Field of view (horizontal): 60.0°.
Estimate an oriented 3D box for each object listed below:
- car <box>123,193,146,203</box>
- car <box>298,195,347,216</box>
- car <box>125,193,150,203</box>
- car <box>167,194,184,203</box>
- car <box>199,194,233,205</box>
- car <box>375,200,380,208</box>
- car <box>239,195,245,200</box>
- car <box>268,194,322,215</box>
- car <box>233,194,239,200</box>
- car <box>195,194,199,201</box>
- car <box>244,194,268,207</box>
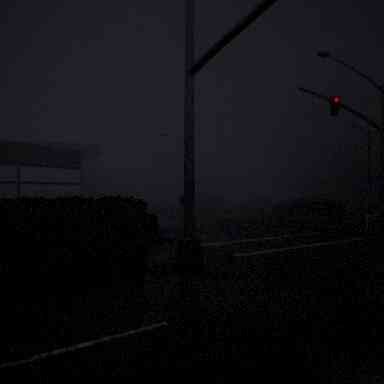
[{"bbox_3d":[-10.972,1.077,63.575,3.866,1.878,1.905,0,0,-35],"label":"car"},{"bbox_3d":[12.008,1.340,29.956,4.514,1.523,2.007,0,0,-35],"label":"car"},{"bbox_3d":[-9.562,1.361,60.502,3.806,1.475,1.970,0,0,-35],"label":"car"},{"bbox_3d":[-2.644,1.097,65.405,4.605,1.855,1.932,0,0,-35],"label":"car"},{"bbox_3d":[3.931,1.298,54.801,4.514,1.523,2.007,0,0,-35],"label":"car"},{"bbox_3d":[25.525,1.384,43.097,3.806,1.475,1.970,0,0,-35],"label":"car"},{"bbox_3d":[13.388,1.154,72.824,5.027,1.636,2.152,0,0,-35],"label":"car"},{"bbox_3d":[10.163,1.330,32.493,5.027,1.636,2.152,0,0,-35],"label":"car"},{"bbox_3d":[9.436,1.232,77.890,3.806,1.475,1.970,0,0,-35],"label":"car"},{"bbox_3d":[1.562,1.298,76.838,4.514,1.523,2.007,0,0,-35],"label":"car"},{"bbox_3d":[9.638,1.320,46.598,3.633,1.501,1.845,0,0,-35],"label":"car"}]
